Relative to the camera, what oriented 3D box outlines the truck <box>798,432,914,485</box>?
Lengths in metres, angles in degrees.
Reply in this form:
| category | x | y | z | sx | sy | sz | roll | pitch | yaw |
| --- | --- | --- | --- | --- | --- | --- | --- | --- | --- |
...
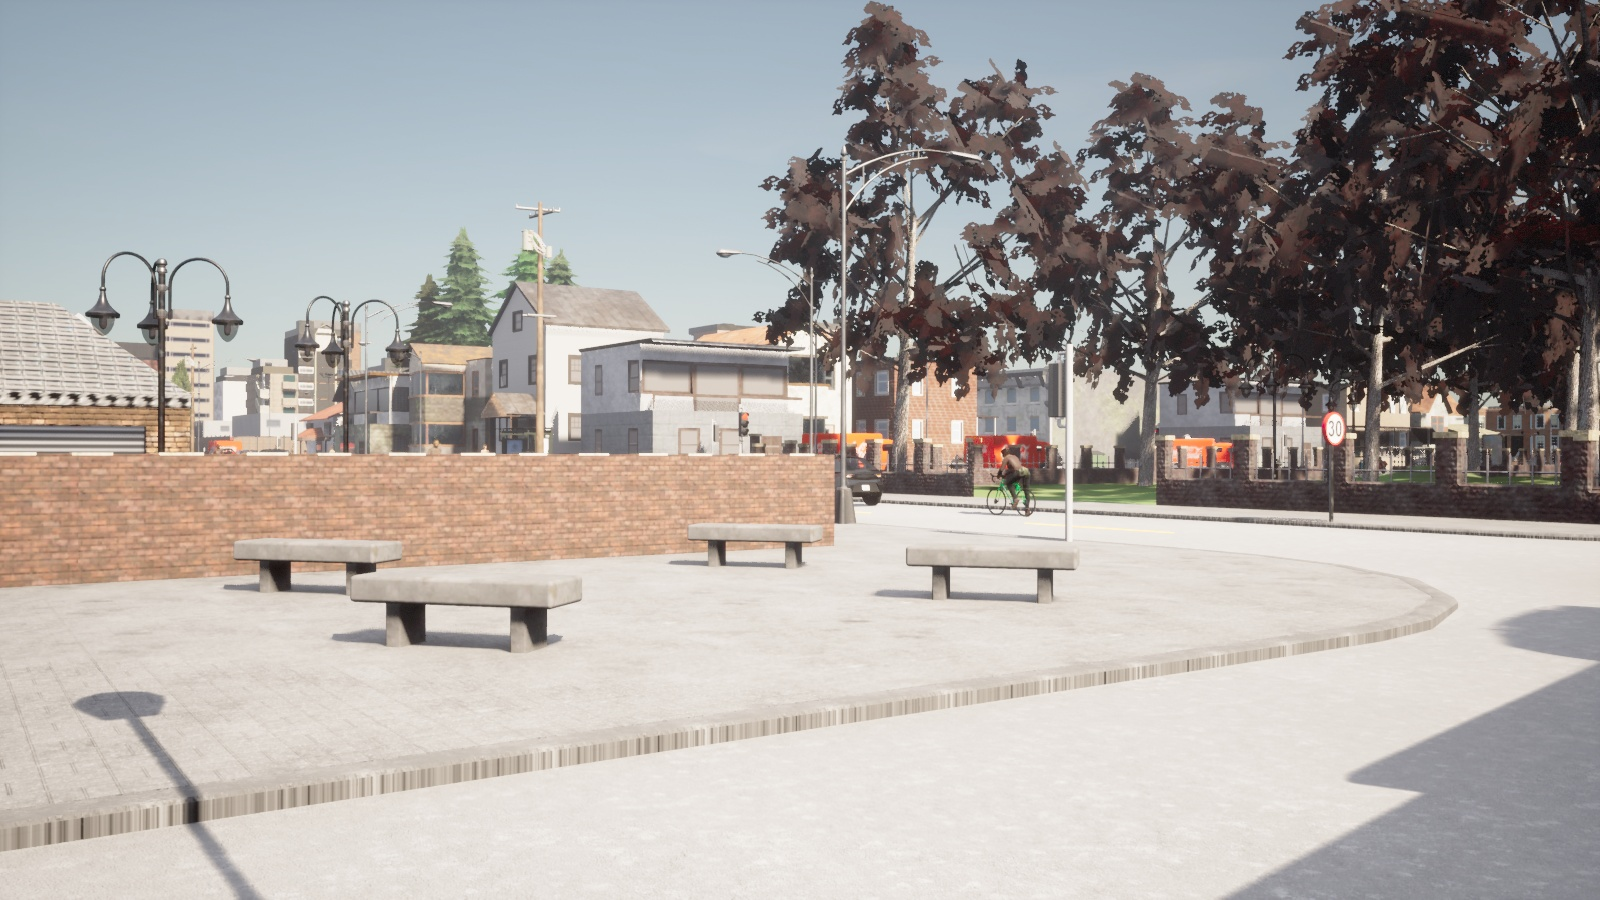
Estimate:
| category | x | y | z | sx | sy | sz | roll | pitch | yaw |
| --- | --- | --- | --- | --- | --- | --- | --- | --- | --- |
| truck | 2.738 | 0.402 | 61.153 | 5.204 | 2.467 | 2.627 | 0 | 0 | -39 |

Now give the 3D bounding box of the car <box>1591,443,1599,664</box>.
| category | x | y | z | sx | sy | sz | roll | pitch | yaw |
| --- | --- | --- | --- | --- | --- | --- | --- | --- | --- |
| car | 7.496 | 0.731 | 9.624 | 1.789 | 1.549 | 3.705 | 0 | 0 | 43 |

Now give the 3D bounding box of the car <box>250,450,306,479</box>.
| category | x | y | z | sx | sy | sz | roll | pitch | yaw |
| --- | --- | --- | --- | --- | --- | --- | --- | --- | --- |
| car | -31.357 | 0.840 | 75.362 | 2.242 | 1.667 | 4.611 | 0 | 0 | -35 |

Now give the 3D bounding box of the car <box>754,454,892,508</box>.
| category | x | y | z | sx | sy | sz | roll | pitch | yaw |
| --- | --- | --- | --- | --- | --- | --- | --- | --- | --- |
| car | 0.603 | 0.846 | 36.427 | 1.816 | 1.474 | 4.193 | 0 | 0 | -36 |

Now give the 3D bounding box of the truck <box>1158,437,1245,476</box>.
| category | x | y | z | sx | sy | sz | roll | pitch | yaw |
| --- | --- | --- | --- | --- | --- | --- | --- | --- | --- |
| truck | 25.936 | 0.397 | 81.101 | 5.204 | 2.467 | 2.627 | 0 | 1 | 20 |

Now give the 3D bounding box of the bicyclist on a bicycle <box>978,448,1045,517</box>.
| category | x | y | z | sx | sy | sz | roll | pitch | yaw |
| --- | --- | --- | --- | --- | --- | --- | --- | --- | --- |
| bicyclist on a bicycle | 5.038 | 0.760 | 30.000 | 0.582 | 1.620 | 1.656 | 0 | 0 | -35 |

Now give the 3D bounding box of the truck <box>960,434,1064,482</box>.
| category | x | y | z | sx | sy | sz | roll | pitch | yaw |
| --- | --- | --- | --- | --- | --- | --- | --- | --- | --- |
| truck | 11.362 | 0.398 | 67.218 | 5.204 | 2.467 | 2.627 | 0 | 0 | -38 |

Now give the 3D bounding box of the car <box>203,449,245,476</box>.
| category | x | y | z | sx | sy | sz | roll | pitch | yaw |
| --- | --- | --- | --- | --- | --- | --- | --- | --- | --- |
| car | -40.874 | 0.866 | 89.074 | 1.932 | 1.855 | 4.605 | 0 | 0 | -35 |
